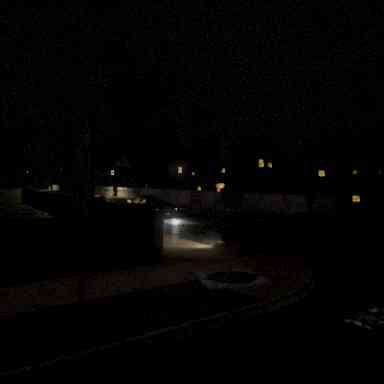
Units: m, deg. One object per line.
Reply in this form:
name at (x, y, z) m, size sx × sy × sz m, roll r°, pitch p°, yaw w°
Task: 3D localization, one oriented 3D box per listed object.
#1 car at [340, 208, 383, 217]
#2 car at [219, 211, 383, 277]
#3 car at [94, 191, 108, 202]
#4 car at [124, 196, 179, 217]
car at (7.005, 1.386, 14.576) m, size 4.181 × 1.385 × 1.994 m, roll 3°, pitch 3°, yaw 40°
car at (3.504, 1.386, 10.078) m, size 5.357 × 1.411 × 2.033 m, roll 7°, pitch 5°, yaw 38°
car at (-10.481, 0.571, 34.332) m, size 2.033 × 1.411 × 5.357 m, roll 0°, pitch 2°, yaw -35°
car at (-3.033, 0.965, 23.634) m, size 2.033 × 1.411 × 5.357 m, roll 0°, pitch 2°, yaw -35°
